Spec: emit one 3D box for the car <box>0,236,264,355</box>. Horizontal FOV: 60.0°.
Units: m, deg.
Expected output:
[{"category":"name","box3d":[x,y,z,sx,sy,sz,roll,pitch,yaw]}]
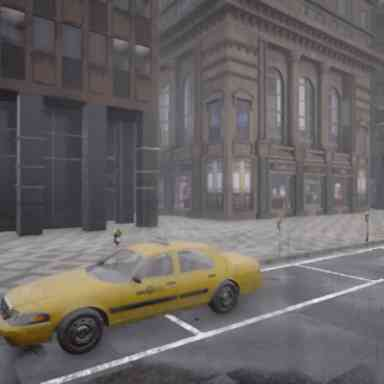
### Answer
[{"category":"car","box3d":[-0.796,1.532,6.070,4.829,1.417,1.752,0,0,-35]}]
